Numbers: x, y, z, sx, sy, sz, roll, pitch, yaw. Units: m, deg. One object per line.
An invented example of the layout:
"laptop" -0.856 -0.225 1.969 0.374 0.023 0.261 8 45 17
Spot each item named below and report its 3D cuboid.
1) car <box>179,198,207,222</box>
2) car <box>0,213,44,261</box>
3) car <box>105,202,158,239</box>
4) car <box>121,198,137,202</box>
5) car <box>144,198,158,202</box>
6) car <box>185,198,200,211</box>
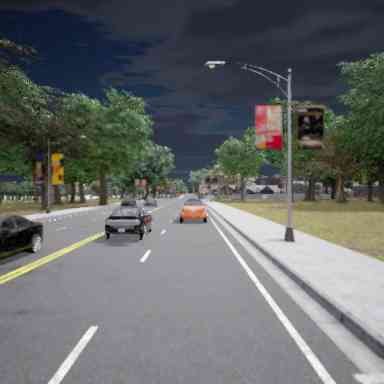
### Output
"car" 0.098 1.394 26.843 2.097 1.767 4.553 0 0 0
"car" -6.600 1.485 10.740 1.882 1.535 5.008 0 0 0
"car" -3.151 1.511 17.303 2.128 1.511 4.902 0 0 0
"car" -9.816 1.676 52.155 2.033 1.411 5.357 0 0 1
"car" -6.569 1.696 52.934 1.994 1.385 4.181 0 0 0
"car" 0.081 1.605 44.502 1.837 1.490 4.892 0 0 0
